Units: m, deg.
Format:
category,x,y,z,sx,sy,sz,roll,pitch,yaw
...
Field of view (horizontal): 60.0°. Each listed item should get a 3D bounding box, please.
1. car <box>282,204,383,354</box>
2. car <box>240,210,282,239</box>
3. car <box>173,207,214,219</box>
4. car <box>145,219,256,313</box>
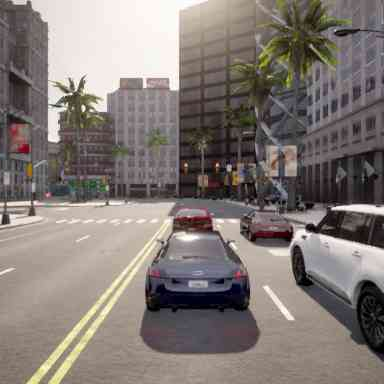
category,x,y,z,sx,sy,sz,roll,pitch,yaw
car,3.599,1.222,6.241,2.150,2.045,5.566,0,0,0
car,3.593,1.564,16.635,1.994,1.385,4.181,0,0,0
car,0.086,1.478,16.756,1.882,1.535,5.008,0,0,2
car,0.087,1.562,7.770,1.994,1.385,4.181,0,0,-1
